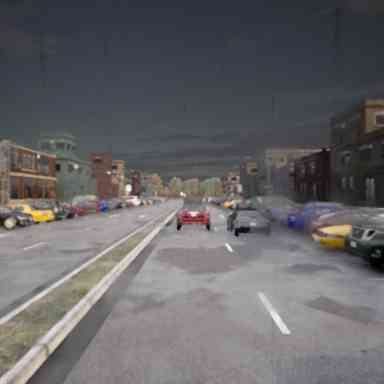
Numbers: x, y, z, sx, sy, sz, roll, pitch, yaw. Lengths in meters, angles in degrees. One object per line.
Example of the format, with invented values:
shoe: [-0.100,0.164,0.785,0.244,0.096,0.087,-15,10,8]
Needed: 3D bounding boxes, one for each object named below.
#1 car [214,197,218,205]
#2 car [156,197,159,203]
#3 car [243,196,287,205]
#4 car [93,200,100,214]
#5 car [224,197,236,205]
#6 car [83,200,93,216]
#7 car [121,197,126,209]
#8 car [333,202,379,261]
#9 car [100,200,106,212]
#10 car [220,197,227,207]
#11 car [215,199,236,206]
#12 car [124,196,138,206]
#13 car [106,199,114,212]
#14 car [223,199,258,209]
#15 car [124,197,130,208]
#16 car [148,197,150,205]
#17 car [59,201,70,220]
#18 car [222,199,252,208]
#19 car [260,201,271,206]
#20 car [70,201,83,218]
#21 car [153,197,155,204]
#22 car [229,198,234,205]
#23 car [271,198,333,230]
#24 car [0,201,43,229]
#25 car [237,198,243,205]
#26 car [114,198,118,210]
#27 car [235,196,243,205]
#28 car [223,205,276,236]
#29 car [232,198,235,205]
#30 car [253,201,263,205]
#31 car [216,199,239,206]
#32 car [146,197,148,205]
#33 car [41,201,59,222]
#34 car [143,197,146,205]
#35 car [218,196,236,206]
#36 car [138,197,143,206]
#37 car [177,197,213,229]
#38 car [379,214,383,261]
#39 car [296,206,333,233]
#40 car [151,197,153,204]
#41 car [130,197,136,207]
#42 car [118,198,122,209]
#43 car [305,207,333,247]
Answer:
car: [7.588,1.879,65.144,5.566,2.045,2.435,0,-1,0]
car: [-12.648,2.303,90.990,5.566,2.045,2.435,0,-1,0]
car: [7.668,1.394,29.299,5.566,2.045,2.435,0,-1,0]
car: [-12.748,1.718,35.293,4.892,1.521,2.231,0,-1,0]
car: [7.610,1.910,48.593,4.792,1.488,2.163,0,-1,0]
car: [-12.765,1.683,32.513,5.008,1.535,2.097,0,-1,0]
car: [-12.757,1.925,49.186,4.792,1.488,2.163,0,-1,0]
car: [7.611,1.222,10.003,5.566,2.045,2.435,0,0,0]
car: [-12.778,1.780,38.070,4.792,1.488,2.163,0,-1,0]
car: [7.453,1.916,51.351,5.366,1.575,1.946,0,-1,0]
car: [7.592,2.363,76.166,4.674,1.452,2.002,0,-1,0]
car: [-12.739,1.932,60.394,4.553,1.767,2.185,0,-1,0]
car: [-12.738,1.787,40.975,5.008,1.535,2.097,0,-1,0]
car: [7.823,1.955,54.114,5.366,1.575,1.946,0,-1,0]
car: [-12.729,1.935,51.966,4.892,1.521,2.231,0,-1,0]
car: [-12.866,2.275,74.321,5.366,1.575,1.946,0,-1,0]
car: [-12.742,1.495,26.965,4.553,1.767,2.185,0,-1,0]
car: [7.662,2.030,56.869,4.792,1.488,2.163,0,-1,0]
car: [7.669,1.617,23.781,4.792,1.488,2.163,0,-1,0]
car: [-12.735,1.681,29.735,4.792,1.488,2.163,0,-1,0]
car: [-12.675,2.463,85.428,5.008,1.535,2.097,0,-1,0]
car: [7.637,1.848,43.116,4.674,1.452,2.002,0,-1,0]
car: [7.671,1.434,21.026,4.553,1.767,2.185,0,-1,0]
car: [-12.786,1.561,21.523,4.892,1.521,2.231,0,-1,0]
car: [7.634,1.706,34.810,5.008,1.535,2.097,0,-1,0]
car: [-12.744,1.824,43.754,4.892,1.521,2.231,0,-1,0]
car: [7.608,1.613,37.568,4.553,1.767,2.185,0,-1,0]
car: [3.099,1.620,18.771,1.994,1.385,4.181,0,-1,0]
car: [7.668,1.801,40.323,4.792,1.488,2.163,0,-1,0]
car: [7.637,1.655,26.538,4.674,1.452,2.002,0,-1,0]
car: [7.608,2.264,70.652,4.674,1.452,2.002,0,-1,0]
car: [-12.656,2.262,71.540,4.792,1.488,2.163,0,-1,0]
car: [-12.960,1.588,24.303,5.366,1.575,1.946,0,-1,0]
car: [-12.662,2.217,68.763,4.792,1.488,2.163,0,-1,0]
car: [7.813,2.039,59.628,5.366,1.575,1.946,0,-1,0]
car: [-12.730,1.848,63.208,5.566,2.045,2.435,0,-1,0]
car: [0.101,1.445,22.473,2.097,1.767,4.553,0,-1,0]
car: [7.611,1.213,7.246,5.566,2.045,2.435,0,0,0]
car: [7.637,1.547,15.512,4.674,1.452,2.002,0,0,0]
car: [-12.675,2.369,79.753,5.008,1.535,2.097,0,-1,0]
car: [-12.709,2.054,57.521,4.674,1.452,2.002,0,-1,0]
car: [-12.730,1.898,46.407,4.674,1.452,2.002,0,-1,0]
car: [7.454,1.483,12.755,5.366,1.575,1.946,0,0,0]
